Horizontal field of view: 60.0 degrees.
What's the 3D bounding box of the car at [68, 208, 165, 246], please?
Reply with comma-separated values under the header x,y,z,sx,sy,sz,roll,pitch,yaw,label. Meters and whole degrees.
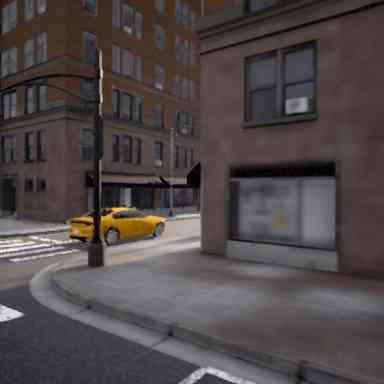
x,y,z,sx,sy,sz,roll,pitch,yaw,label
-3.265,1.460,15.430,1.882,1.535,5.008,0,0,34,car
